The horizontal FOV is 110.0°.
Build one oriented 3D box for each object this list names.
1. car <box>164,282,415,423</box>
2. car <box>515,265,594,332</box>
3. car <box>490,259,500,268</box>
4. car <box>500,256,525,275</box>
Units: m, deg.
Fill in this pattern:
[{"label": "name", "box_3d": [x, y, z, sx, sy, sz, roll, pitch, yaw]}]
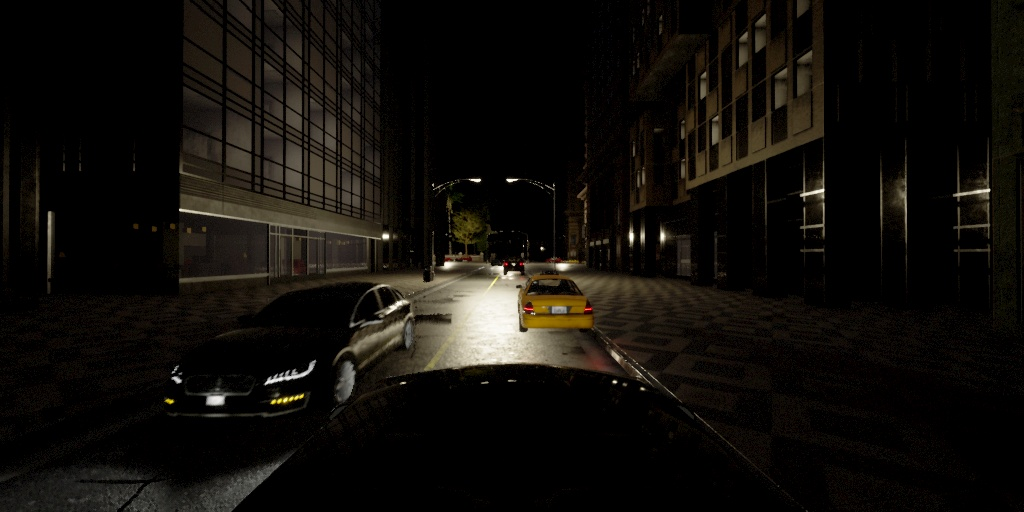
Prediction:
[{"label": "car", "box_3d": [-3.083, 1.255, 6.171, 1.837, 1.490, 4.892, 0, 0, 0]}, {"label": "car", "box_3d": [1.089, 1.206, 10.740, 1.801, 1.575, 5.366, 0, 0, 0]}, {"label": "car", "box_3d": [-2.728, 1.285, 63.070, 1.812, 1.442, 4.674, 0, 0, 0]}, {"label": "car", "box_3d": [0.233, 0.976, 38.290, 2.150, 2.045, 5.566, 0, 0, 1]}]
